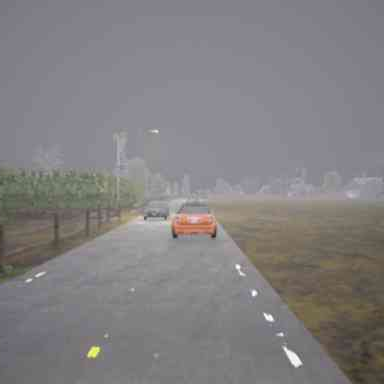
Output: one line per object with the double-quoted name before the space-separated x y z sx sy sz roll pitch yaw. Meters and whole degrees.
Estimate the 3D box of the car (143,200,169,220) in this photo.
"car" -2.819 1.443 27.236 1.837 1.490 4.892 0 0 0

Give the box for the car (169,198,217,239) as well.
"car" 0.100 1.324 17.228 2.097 1.767 4.553 0 0 0

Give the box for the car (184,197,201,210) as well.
"car" 0.101 1.436 43.023 2.033 1.411 5.357 0 0 0
